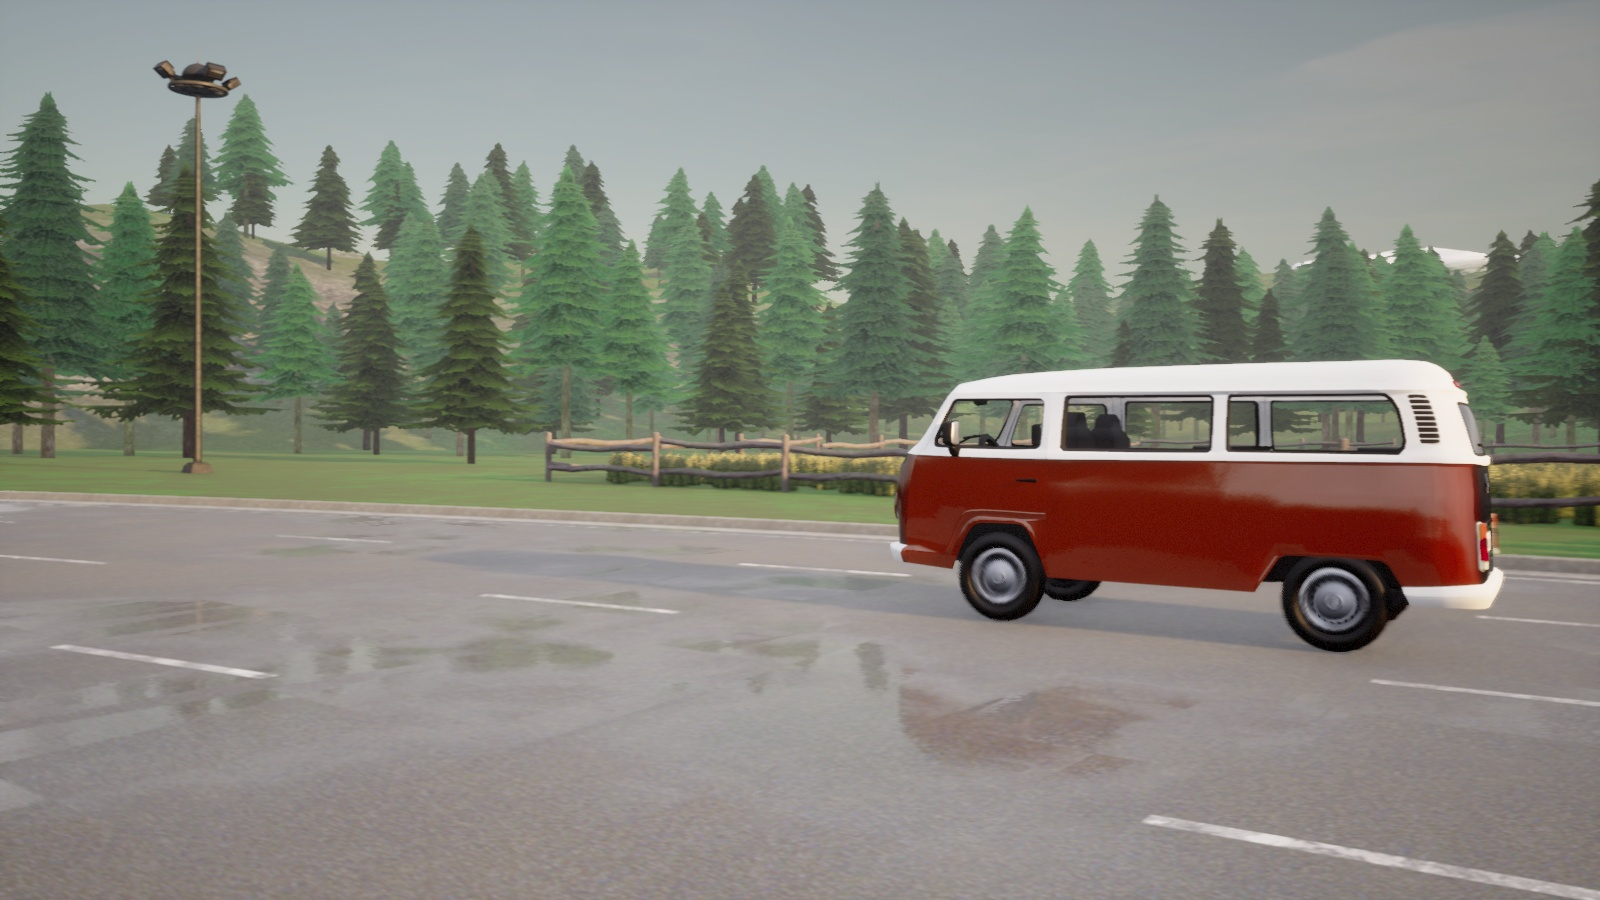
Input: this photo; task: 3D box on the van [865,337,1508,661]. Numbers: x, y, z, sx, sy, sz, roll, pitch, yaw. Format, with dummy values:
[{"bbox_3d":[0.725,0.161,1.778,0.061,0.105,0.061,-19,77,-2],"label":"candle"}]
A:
[{"bbox_3d":[2.988,0.292,9.938,4.480,2.038,2.069,0,1,32],"label":"van"}]
